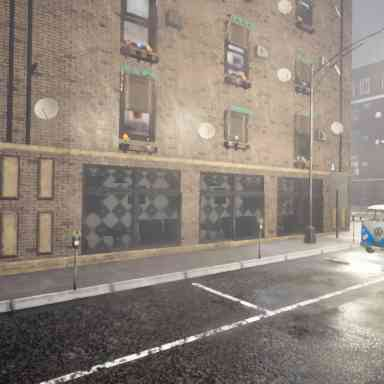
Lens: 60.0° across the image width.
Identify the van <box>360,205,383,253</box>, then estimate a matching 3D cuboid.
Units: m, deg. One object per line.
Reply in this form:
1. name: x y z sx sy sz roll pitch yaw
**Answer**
1. van: 7.800 1.345 12.215 3.998 1.788 1.690 0 1 -35
